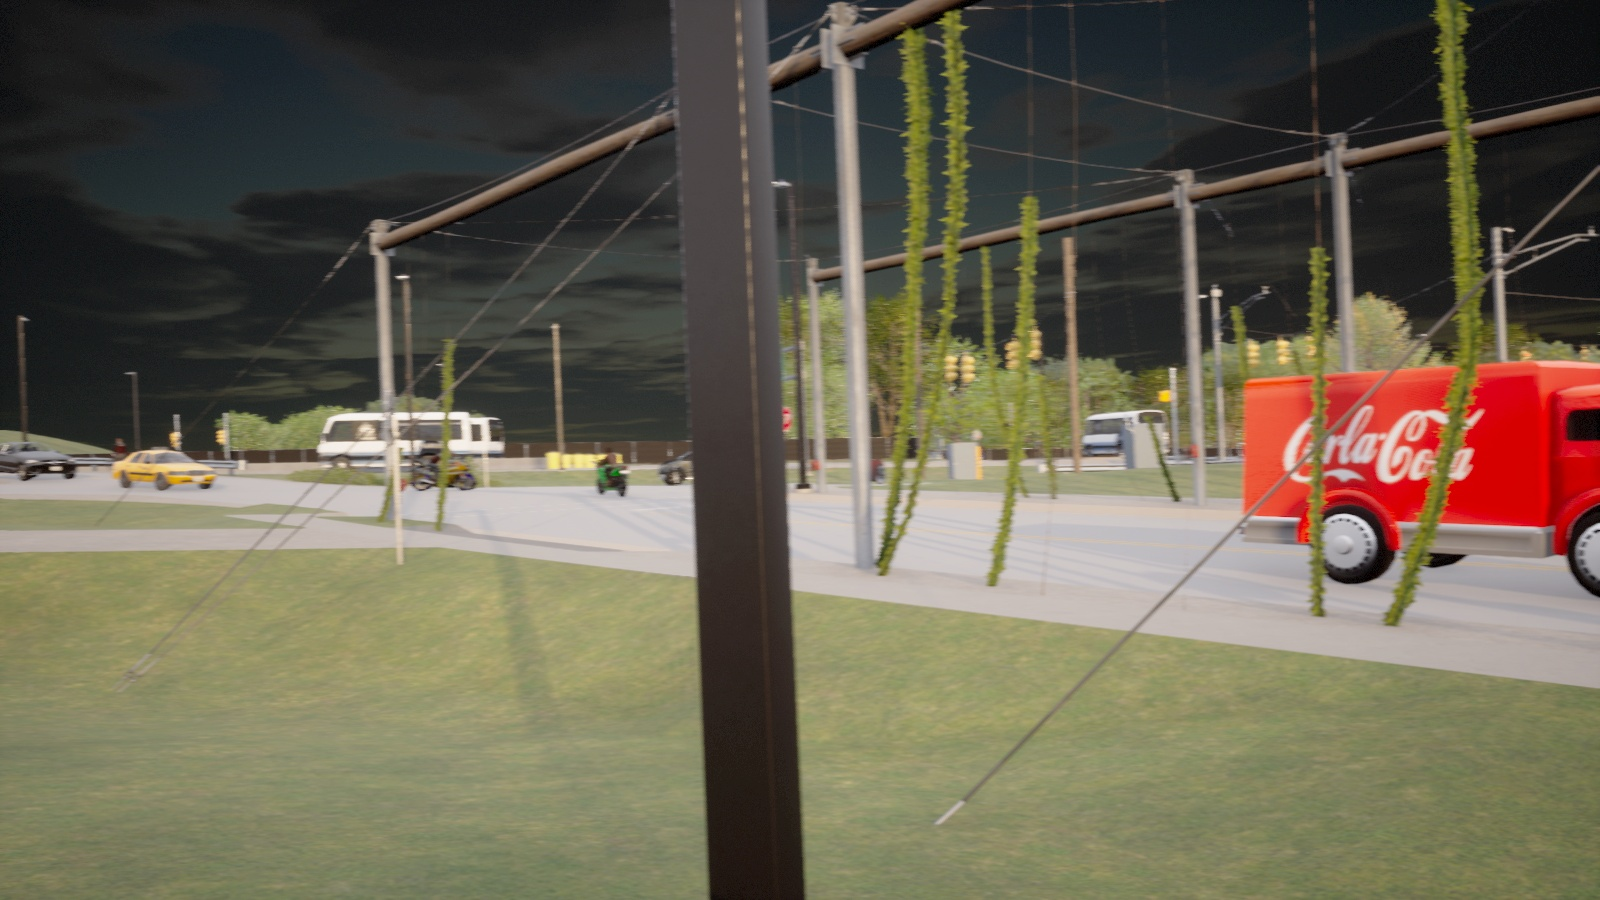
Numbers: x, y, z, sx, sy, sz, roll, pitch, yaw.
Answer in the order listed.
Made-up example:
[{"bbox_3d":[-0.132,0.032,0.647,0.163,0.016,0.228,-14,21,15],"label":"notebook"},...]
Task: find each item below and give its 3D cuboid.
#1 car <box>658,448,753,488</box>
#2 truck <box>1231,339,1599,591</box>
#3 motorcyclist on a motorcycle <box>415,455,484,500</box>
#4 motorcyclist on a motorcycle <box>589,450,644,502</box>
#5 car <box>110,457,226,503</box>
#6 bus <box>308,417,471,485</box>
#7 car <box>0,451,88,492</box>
[{"bbox_3d":[-3.991,0.771,52.923,3.705,1.549,1.789,-1,-1,-15],"label":"car"},{"bbox_3d":[7.994,0.122,14.207,2.627,2.467,5.204,-3,1,-40],"label":"truck"},{"bbox_3d":[-12.391,0.970,44.428,2.191,1.530,0.866,-2,-1,-5],"label":"motorcyclist on a motorcycle"},{"bbox_3d":[-5.728,0.779,39.056,0.797,1.523,2.044,-3,2,-35],"label":"motorcyclist on a motorcycle"},{"bbox_3d":[-23.981,1.084,47.558,5.366,1.575,1.801,0,2,38],"label":"car"},{"bbox_3d":[-28.144,0.070,86.630,10.273,4.253,3.944,-2,-1,-14],"label":"bus"},{"bbox_3d":[-33.839,0.925,55.424,5.027,1.651,2.152,0,2,34],"label":"car"}]
